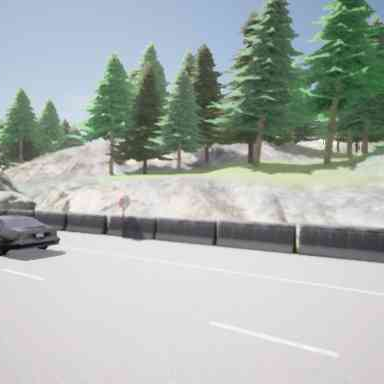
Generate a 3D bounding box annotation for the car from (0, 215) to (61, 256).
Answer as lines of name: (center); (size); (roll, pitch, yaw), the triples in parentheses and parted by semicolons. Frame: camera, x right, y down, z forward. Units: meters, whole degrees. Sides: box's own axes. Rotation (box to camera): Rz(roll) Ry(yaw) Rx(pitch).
car: (-7.674, 1.674, 13.767); (5.357, 1.411, 2.033); (-1, 0, 36)
